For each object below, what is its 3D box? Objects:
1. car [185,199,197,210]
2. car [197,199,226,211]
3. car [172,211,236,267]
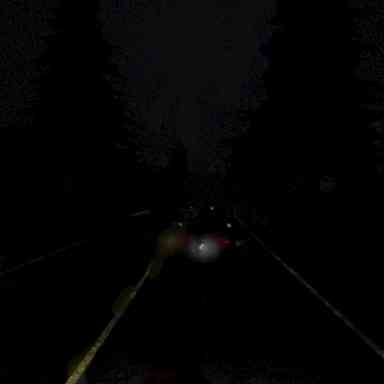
[{"bbox_3d":[0.347,1.595,44.959,2.033,1.411,5.357,0,0,9],"label":"car"},{"bbox_3d":[1.881,1.385,29.178,2.097,1.767,4.553,0,0,7],"label":"car"},{"bbox_3d":[0.445,1.577,11.543,1.994,1.385,4.181,0,0,3],"label":"car"}]
